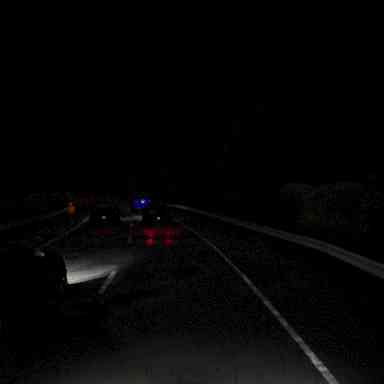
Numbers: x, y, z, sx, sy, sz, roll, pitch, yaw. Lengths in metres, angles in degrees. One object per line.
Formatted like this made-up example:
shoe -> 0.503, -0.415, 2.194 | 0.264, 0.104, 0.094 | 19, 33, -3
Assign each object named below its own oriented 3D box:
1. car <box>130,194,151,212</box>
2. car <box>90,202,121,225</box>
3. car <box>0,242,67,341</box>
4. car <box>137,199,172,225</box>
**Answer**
car -> -5.884, 1.213, 38.404 | 2.150, 2.045, 5.566 | 0, 0, -14
car -> -6.195, 1.477, 24.007 | 1.882, 1.535, 5.008 | 0, 0, -11
car -> -3.743, 1.568, 5.892 | 1.994, 1.385, 4.181 | 0, 0, -3
car -> -2.601, 1.484, 23.817 | 2.128, 1.511, 4.902 | 0, 0, -11
